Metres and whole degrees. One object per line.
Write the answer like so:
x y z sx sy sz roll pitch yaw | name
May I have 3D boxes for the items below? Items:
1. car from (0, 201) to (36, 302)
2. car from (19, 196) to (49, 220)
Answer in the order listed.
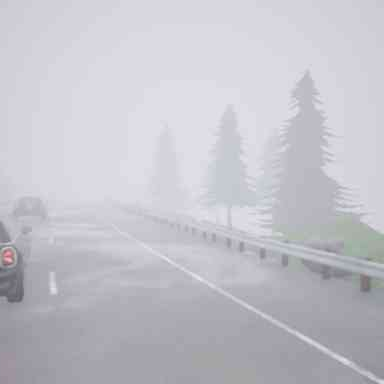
-4.932 1.235 7.697 2.097 1.767 4.553 1 0 -24 | car
-11.933 1.066 24.856 2.097 1.767 4.553 1 0 -21 | car
